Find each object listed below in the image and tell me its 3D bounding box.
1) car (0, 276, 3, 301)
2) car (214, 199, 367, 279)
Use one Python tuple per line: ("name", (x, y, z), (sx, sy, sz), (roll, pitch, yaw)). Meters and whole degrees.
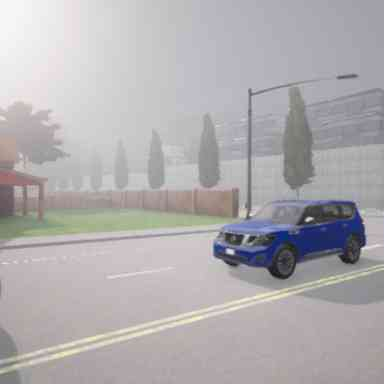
("car", (-5.330, 1.483, 4.408), (4.902, 1.511, 2.128), (0, 0, -35))
("car", (3.291, 1.268, 10.540), (5.566, 2.045, 2.150), (0, 0, -35))
